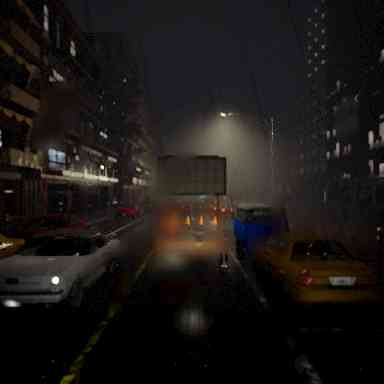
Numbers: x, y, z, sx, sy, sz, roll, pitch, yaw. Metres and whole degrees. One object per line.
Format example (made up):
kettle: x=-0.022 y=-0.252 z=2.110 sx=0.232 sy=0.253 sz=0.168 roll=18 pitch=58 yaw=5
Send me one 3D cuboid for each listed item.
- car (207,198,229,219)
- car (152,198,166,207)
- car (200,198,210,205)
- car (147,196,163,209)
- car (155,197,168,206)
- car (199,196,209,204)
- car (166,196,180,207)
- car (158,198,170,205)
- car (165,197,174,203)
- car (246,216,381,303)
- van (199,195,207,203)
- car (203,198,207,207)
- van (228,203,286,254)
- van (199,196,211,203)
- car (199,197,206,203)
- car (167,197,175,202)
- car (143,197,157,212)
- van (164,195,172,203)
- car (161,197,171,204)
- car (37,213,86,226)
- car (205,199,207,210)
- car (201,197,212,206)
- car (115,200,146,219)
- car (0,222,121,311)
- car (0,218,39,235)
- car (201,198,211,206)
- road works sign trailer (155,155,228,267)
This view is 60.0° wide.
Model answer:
car: x=2.659 y=1.573 z=30.168 sx=1.967 sy=1.590 sz=4.097 roll=0 pitch=0 yaw=0
car: x=-5.743 y=1.823 z=57.794 sx=2.008 sy=1.369 sz=4.403 roll=0 pitch=0 yaw=0
car: x=2.627 y=1.899 z=68.854 sx=1.947 sy=1.339 sz=4.313 roll=0 pitch=0 yaw=0
car: x=-5.736 y=1.530 z=46.741 sx=2.192 sy=1.841 sz=5.009 roll=0 pitch=0 yaw=0
car: x=-5.749 y=1.742 z=63.320 sx=1.967 sy=1.590 sz=4.097 roll=0 pitch=0 yaw=0
car: x=2.622 y=1.805 z=74.380 sx=1.967 sy=1.590 sz=4.097 roll=0 pitch=0 yaw=0
car: x=-3.049 y=1.776 z=55.219 sx=1.837 sy=1.490 sz=4.892 roll=0 pitch=-1 yaw=0
car: x=-5.753 y=1.899 z=68.846 sx=1.947 sy=1.339 sz=4.313 roll=0 pitch=0 yaw=0
car: x=-5.767 y=2.012 z=85.426 sx=1.802 sy=1.307 sz=4.206 roll=0 pitch=0 yaw=0
car: x=2.679 y=1.559 z=8.232 sx=1.752 sy=1.417 sz=4.829 roll=0 pitch=0 yaw=0
van: x=2.616 y=1.739 z=79.909 sx=1.690 sy=1.788 sz=3.998 roll=0 pitch=0 yaw=0
car: x=2.650 y=1.769 z=41.221 sx=1.802 sy=1.307 sz=4.206 roll=0 pitch=0 yaw=0
van: x=2.673 y=1.398 z=13.588 sx=1.690 sy=1.788 sz=3.998 roll=0 pitch=0 yaw=0
van: x=2.635 y=1.614 z=57.802 sx=1.690 sy=1.788 sz=3.998 roll=0 pitch=0 yaw=0
car: x=2.612 y=1.957 z=85.603 sx=1.752 sy=1.417 sz=4.829 roll=0 pitch=0 yaw=0
car: x=-5.772 y=2.046 z=90.952 sx=1.802 sy=1.307 sz=4.206 roll=0 pitch=0 yaw=0
car: x=-5.730 y=1.711 z=41.045 sx=1.752 sy=1.417 sz=4.829 roll=0 pitch=0 yaw=0
van: x=-5.764 y=1.738 z=79.902 sx=1.690 sy=1.788 sz=3.998 roll=0 pitch=0 yaw=0
car: x=-5.758 y=1.910 z=74.373 sx=1.887 sy=1.381 sz=4.507 roll=0 pitch=0 yaw=0
car: x=-5.706 y=1.601 z=13.580 sx=1.887 sy=1.381 sz=4.507 roll=0 pitch=0 yaw=0
car: x=2.655 y=1.686 z=35.864 sx=1.752 sy=1.417 sz=4.829 roll=0 pitch=0 yaw=0
car: x=2.645 y=1.797 z=46.747 sx=1.802 sy=1.307 sz=4.206 roll=0 pitch=0 yaw=0
car: x=-5.721 y=1.678 z=30.161 sx=1.887 sy=1.381 sz=4.507 roll=0 pitch=0 yaw=0
car: x=-3.108 y=1.633 z=7.950 sx=1.895 sy=1.301 sz=4.718 roll=0 pitch=0 yaw=0
car: x=-5.701 y=1.558 z=7.885 sx=1.752 sy=1.417 sz=4.829 roll=0 pitch=0 yaw=0
car: x=2.632 y=1.829 z=63.496 sx=1.752 sy=1.417 sz=4.829 roll=0 pitch=0 yaw=0
road works sign trailer: x=-0.010 y=0.512 z=11.588 sx=2.380 sy=3.560 sz=2.880 roll=0 pitch=0 yaw=0
